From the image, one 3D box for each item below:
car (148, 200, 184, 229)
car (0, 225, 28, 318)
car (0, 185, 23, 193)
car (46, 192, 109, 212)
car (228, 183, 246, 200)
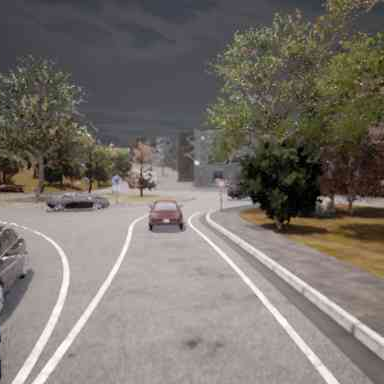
[{"bbox_3d":[-1.479,1.179,18.871,1.812,1.442,4.674,0,2,-5],"label":"car"},{"bbox_3d":[-4.698,1.498,6.962,1.837,1.490,4.892,1,0,-18],"label":"car"},{"bbox_3d":[-32.027,-0.515,57.569,1.882,1.535,5.008,2,2,40],"label":"car"},{"bbox_3d":[-9.352,0.795,27.320,4.902,1.511,2.128,-1,3,-16],"label":"car"},{"bbox_3d":[7.196,-0.076,41.455,5.566,2.045,2.150,-1,2,-20],"label":"car"}]
